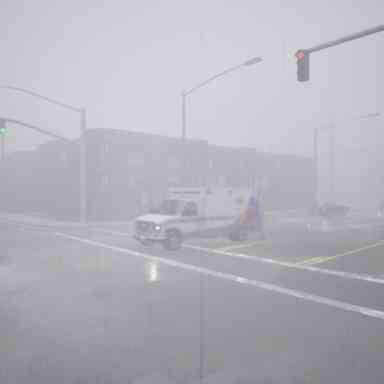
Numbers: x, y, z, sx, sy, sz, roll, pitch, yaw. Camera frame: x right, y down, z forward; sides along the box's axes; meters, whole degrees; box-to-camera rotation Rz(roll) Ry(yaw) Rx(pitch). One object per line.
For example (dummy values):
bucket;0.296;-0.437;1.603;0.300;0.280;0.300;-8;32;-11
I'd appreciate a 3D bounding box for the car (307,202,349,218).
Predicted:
car;12.418;1.599;30.311;4.718;1.301;1.895;0;0;-42

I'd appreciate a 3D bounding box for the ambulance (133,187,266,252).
ambulance;0.497;1.029;14.717;6.366;2.431;2.351;0;0;-42

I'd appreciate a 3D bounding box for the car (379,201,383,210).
car;25.146;1.512;41.662;5.008;1.535;1.882;0;0;-42
